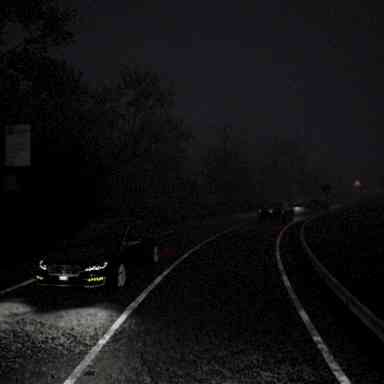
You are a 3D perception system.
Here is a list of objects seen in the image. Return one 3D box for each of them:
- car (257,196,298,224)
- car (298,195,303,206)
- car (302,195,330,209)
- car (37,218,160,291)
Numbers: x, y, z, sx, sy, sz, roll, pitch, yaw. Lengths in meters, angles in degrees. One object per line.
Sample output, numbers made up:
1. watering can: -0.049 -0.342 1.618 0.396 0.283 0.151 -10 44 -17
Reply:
1. car: 6.414 1.374 25.195 2.097 1.767 4.553 -2 -1 25
2. car: 14.854 1.219 45.808 2.128 1.511 4.902 -3 0 34
3. car: 15.275 1.186 40.196 1.882 1.535 5.008 -3 0 33
4. car: -2.265 1.555 9.336 1.837 1.490 4.892 -1 0 10
